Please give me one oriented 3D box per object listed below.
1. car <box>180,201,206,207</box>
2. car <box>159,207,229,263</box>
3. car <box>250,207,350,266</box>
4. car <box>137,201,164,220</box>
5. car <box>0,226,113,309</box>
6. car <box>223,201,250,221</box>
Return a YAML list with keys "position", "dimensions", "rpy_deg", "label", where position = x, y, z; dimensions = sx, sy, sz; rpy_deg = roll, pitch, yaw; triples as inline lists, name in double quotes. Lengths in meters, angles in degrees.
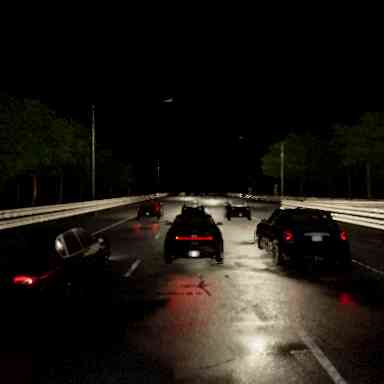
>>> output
- position: [0.088, 1.450, 26.868]
  dimensions: [2.128, 1.511, 4.902]
  rpy_deg: [0, 0, 0]
  label: "car"
- position: [0.078, 1.499, 11.916]
  dimensions: [1.837, 1.490, 4.892]
  rpy_deg: [0, 0, 0]
  label: "car"
- position: [3.575, 1.343, 11.604]
  dimensions: [2.097, 1.767, 4.553]
  rpy_deg: [0, 0, 0]
  label: "car"
- position: [-3.406, 1.478, 27.877]
  dimensions: [1.812, 1.442, 4.674]
  rpy_deg: [0, 0, 0]
  label: "car"
- position: [-3.452, 1.543, 8.137]
  dimensions: [2.033, 1.411, 5.357]
  rpy_deg: [0, 0, 1]
  label: "car"
- position: [3.587, 1.450, 26.852]
  dimensions: [2.128, 1.511, 4.902]
  rpy_deg: [0, 0, 0]
  label: "car"
